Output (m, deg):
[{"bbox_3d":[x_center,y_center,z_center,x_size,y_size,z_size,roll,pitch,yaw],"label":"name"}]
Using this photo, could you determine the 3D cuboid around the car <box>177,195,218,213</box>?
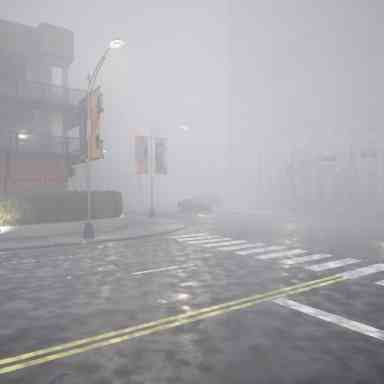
[{"bbox_3d":[0.267,1.478,37.130,1.882,1.535,5.008,0,0,-35],"label":"car"}]

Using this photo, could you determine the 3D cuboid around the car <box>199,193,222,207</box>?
[{"bbox_3d":[2.035,1.221,48.838,2.150,2.045,5.566,0,0,-33],"label":"car"}]
